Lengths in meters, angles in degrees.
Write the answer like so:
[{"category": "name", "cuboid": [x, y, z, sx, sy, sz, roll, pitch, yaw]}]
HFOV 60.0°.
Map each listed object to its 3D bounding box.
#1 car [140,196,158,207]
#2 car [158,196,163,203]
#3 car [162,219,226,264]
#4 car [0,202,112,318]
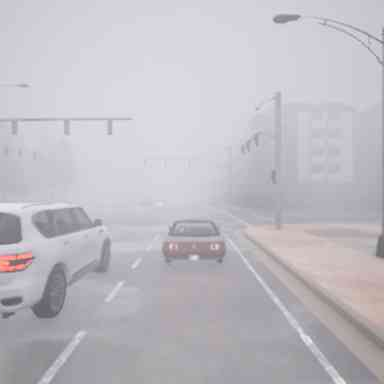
[{"category": "car", "cuboid": [-7.059, 1.494, 53.442, 1.882, 1.535, 5.008, 0, 0, 0]}, {"category": "car", "cuboid": [-7.001, 1.516, 68.580, 2.128, 1.511, 4.902, 0, 0, 0]}, {"category": "car", "cuboid": [0.074, 1.605, 11.804, 1.895, 1.301, 4.718, 0, 0, 0]}, {"category": "car", "cuboid": [-3.454, 1.225, 7.533, 2.150, 2.045, 5.566, 0, 0, 1]}]
